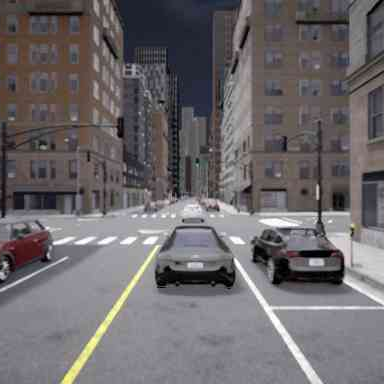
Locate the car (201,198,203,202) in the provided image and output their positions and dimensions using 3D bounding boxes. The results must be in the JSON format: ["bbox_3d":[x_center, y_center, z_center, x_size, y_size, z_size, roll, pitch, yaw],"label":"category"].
[{"bbox_3d":[2.850,2.076,52.351,1.752,1.417,4.829,0,-1,0],"label":"car"}]

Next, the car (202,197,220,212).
[{"bbox_3d":[2.845,1.927,46.773,1.967,1.590,4.097,0,-1,0],"label":"car"}]

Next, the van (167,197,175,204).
[{"bbox_3d":[-5.644,2.373,90.044,1.690,1.788,3.998,0,-1,0],"label":"van"}]

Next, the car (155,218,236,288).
[{"bbox_3d":[0.082,1.658,9.582,1.994,1.385,4.181,0,-1,0],"label":"car"}]

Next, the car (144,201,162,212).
[{"bbox_3d":[-5.679,2.069,46.777,1.802,1.307,4.206,0,-1,0],"label":"car"}]

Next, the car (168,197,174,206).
[{"bbox_3d":[-5.657,2.335,73.648,1.752,1.417,4.829,0,-1,0],"label":"car"}]

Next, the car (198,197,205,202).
[{"bbox_3d":[2.863,2.184,68.407,1.967,1.590,4.097,0,-1,0],"label":"car"}]

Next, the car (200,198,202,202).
[{"bbox_3d":[2.855,2.162,57.589,2.008,1.369,4.403,0,-1,0],"label":"car"}]

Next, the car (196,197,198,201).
[{"bbox_3d":[2.876,2.273,84.635,2.192,1.841,5.009,0,-1,0],"label":"car"}]

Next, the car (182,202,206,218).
[{"bbox_3d":[0.072,1.899,30.568,1.812,1.442,4.674,0,-1,0],"label":"car"}]

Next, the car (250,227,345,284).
[{"bbox_3d":[2.847,1.661,9.684,1.947,1.339,4.313,0,-1,0],"label":"car"}]

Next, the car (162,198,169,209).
[{"bbox_3d":[-5.670,2.162,57.593,2.008,1.369,4.403,0,-1,0],"label":"car"}]

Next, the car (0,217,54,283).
[{"bbox_3d":[-5.679,1.535,9.677,1.967,1.590,4.097,0,-1,0],"label":"car"}]

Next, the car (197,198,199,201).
[{"bbox_3d":[2.873,2.324,79.225,1.967,1.590,4.097,0,-1,0],"label":"car"}]

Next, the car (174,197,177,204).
[{"bbox_3d":[-5.648,2.272,84.637,2.192,1.841,5.009,0,-1,0],"label":"car"}]
